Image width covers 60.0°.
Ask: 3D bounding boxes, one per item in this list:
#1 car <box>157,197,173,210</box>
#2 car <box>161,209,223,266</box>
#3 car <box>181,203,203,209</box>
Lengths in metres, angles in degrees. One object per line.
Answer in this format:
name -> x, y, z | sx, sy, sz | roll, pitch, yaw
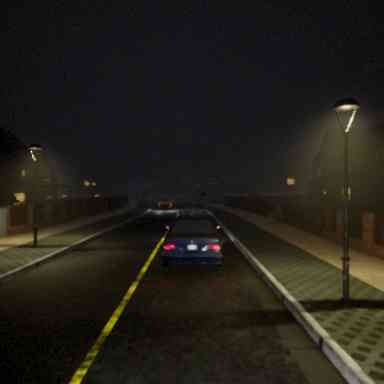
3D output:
car -> -3.447, 1.472, 43.086 | 1.882, 1.535, 5.008 | 0, 0, -4
car -> 0.024, 1.532, 11.432 | 2.033, 1.411, 5.357 | 0, 0, 0
car -> 0.000, 1.582, 27.993 | 1.895, 1.301, 4.718 | 0, 0, 0
